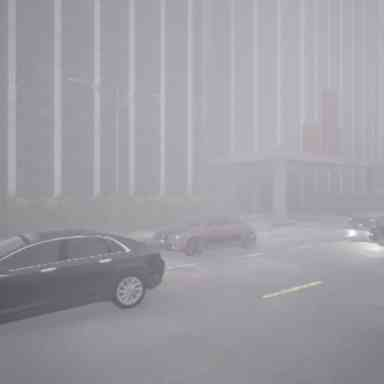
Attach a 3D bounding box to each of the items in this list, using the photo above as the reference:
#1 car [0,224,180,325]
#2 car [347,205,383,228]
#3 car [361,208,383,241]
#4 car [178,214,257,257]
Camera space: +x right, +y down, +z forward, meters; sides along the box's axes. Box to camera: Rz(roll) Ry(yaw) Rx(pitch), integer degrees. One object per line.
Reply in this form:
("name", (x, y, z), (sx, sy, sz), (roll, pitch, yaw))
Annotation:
("car", (-2.838, 1.499, 6.271), (4.892, 1.490, 1.837), (-1, 1, -35))
("car", (12.119, 1.556, 21.165), (5.357, 1.411, 2.033), (0, 0, -35))
("car", (9.985, 1.572, 15.291), (4.181, 1.385, 1.994), (0, 0, -35))
("car", (0.570, 1.564, 12.965), (4.181, 1.385, 1.994), (0, 0, -35))
